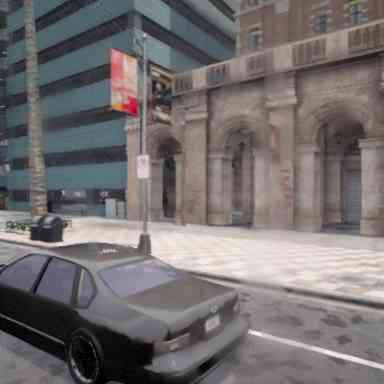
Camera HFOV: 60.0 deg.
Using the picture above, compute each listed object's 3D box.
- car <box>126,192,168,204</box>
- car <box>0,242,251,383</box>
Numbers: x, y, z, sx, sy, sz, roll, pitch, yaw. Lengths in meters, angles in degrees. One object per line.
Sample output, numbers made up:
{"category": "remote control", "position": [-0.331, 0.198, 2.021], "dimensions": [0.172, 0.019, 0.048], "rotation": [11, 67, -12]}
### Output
{"category": "car", "position": [-4.203, 1.060, 33.057], "dimensions": [5.566, 2.045, 2.435], "rotation": [0, 0, 36]}
{"category": "car", "position": [-1.806, 1.554, 5.279], "dimensions": [5.357, 1.411, 2.033], "rotation": [0, 0, 36]}
